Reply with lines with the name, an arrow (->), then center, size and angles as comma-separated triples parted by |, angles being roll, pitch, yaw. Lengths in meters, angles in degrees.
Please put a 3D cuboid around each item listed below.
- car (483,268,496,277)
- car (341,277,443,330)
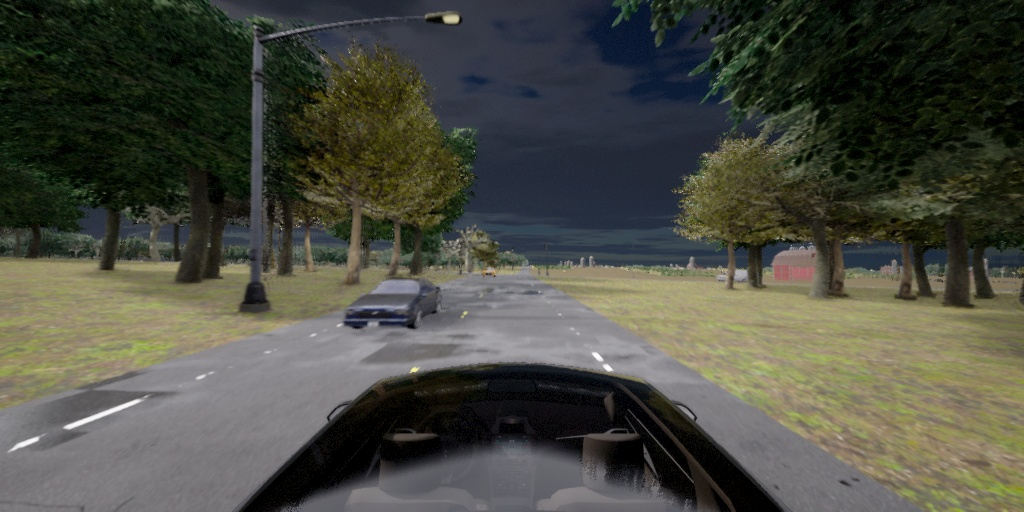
car -> -3.489, 2.528, 55.679 | 1.882, 1.535, 5.008 | 0, -2, 0
car -> -3.597, 1.426, 11.964 | 2.033, 1.411, 5.357 | 0, -1, 0
